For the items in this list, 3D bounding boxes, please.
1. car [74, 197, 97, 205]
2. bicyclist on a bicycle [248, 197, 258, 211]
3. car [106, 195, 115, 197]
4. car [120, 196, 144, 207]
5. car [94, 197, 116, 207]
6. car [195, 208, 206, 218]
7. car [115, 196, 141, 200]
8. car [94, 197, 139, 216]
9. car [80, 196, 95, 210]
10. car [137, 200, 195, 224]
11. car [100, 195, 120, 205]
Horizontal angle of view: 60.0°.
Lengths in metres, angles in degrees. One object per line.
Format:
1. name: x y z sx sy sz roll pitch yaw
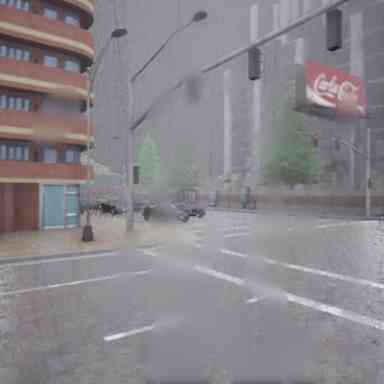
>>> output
1. car: -19.870 1.592 62.116 2.033 1.411 5.357 0 0 -42
2. bicyclist on a bicycle: 7.192 1.365 38.950 1.656 1.620 0.582 0 0 -36
3. car: -12.768 1.515 46.161 1.882 1.535 5.008 0 0 -36
4. car: -9.839 1.531 54.367 1.882 1.535 5.008 0 0 -36
5. car: -14.210 1.550 54.369 1.837 1.490 4.892 0 0 -35
6. car: -0.791 1.638 29.533 1.895 1.301 4.718 0 0 -36
7. car: -6.719 1.529 37.750 2.128 1.511 4.902 0 0 -36
8. car: -7.515 1.521 32.871 2.128 1.511 4.902 0 0 -36
9. car: -13.239 1.381 40.815 2.097 1.767 4.553 0 0 -36
10. car: -2.088 1.555 25.375 1.812 1.442 4.674 0 0 -36
11. car: -15.247 1.405 61.835 2.097 1.767 4.553 0 0 -36
